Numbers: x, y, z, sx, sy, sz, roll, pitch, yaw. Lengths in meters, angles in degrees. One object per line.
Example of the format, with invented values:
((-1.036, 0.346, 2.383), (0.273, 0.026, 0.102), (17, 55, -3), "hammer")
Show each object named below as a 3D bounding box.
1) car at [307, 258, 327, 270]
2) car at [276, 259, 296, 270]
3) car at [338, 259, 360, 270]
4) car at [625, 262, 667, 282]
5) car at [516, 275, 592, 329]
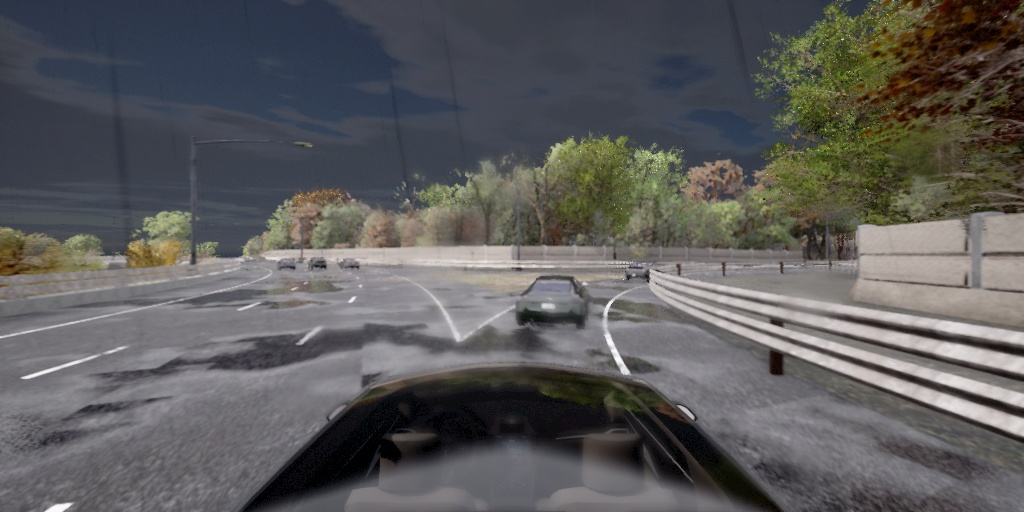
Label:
((-25.859, 1.030, 47.588), (1.837, 1.490, 4.892), (0, 0, -37), "car")
((-29.119, 1.062, 46.199), (2.033, 1.411, 5.357), (0, 0, -38), "car")
((-22.028, 1.086, 48.407), (2.033, 1.411, 5.357), (0, 0, -37), "car")
((10.635, 1.219, 28.280), (2.128, 1.511, 4.902), (0, 0, 42), "car")
((1.440, 1.296, 11.406), (1.994, 1.385, 4.181), (0, 0, 14), "car")
